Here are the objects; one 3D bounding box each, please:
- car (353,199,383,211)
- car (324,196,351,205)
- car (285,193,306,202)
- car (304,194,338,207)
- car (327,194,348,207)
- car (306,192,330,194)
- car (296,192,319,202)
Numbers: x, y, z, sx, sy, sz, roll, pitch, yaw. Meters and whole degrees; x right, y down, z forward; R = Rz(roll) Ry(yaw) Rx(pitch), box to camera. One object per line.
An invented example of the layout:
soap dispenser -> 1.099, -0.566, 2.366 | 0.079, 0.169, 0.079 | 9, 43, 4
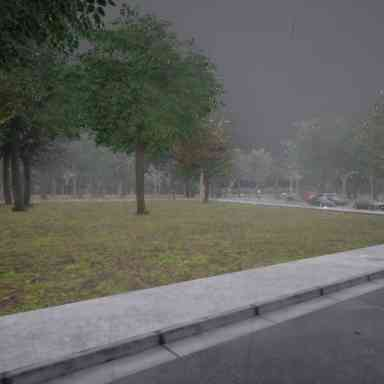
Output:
car -> 21.692, 1.580, 40.575 | 1.994, 1.385, 4.181 | 0, 0, -12
car -> 27.135, 1.561, 62.312 | 2.128, 1.511, 4.902 | 0, 0, -12
car -> 21.783, 1.413, 71.511 | 2.128, 1.511, 4.902 | 0, 0, -12
car -> 19.543, 1.531, 50.601 | 1.837, 1.490, 4.892 | 0, 0, -12
car -> 22.447, 1.519, 52.591 | 1.882, 1.535, 5.008 | 0, 0, -12
car -> 23.998, 1.279, 61.458 | 2.150, 2.045, 5.566 | 0, 0, -11
car -> 24.955, 1.125, 72.224 | 2.150, 2.045, 5.566 | 0, 0, -12
